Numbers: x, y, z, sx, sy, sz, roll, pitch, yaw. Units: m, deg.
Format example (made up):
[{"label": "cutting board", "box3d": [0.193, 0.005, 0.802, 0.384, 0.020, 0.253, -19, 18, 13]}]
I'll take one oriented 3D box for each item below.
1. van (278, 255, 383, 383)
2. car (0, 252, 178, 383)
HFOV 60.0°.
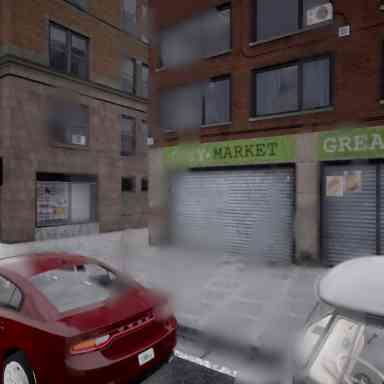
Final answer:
[{"label": "van", "box3d": [2.328, 1.341, 1.417, 3.998, 1.788, 1.690, 0, 0, 35]}, {"label": "car", "box3d": [-2.282, 1.544, 4.701, 4.507, 1.381, 1.887, 0, 0, 35]}]
